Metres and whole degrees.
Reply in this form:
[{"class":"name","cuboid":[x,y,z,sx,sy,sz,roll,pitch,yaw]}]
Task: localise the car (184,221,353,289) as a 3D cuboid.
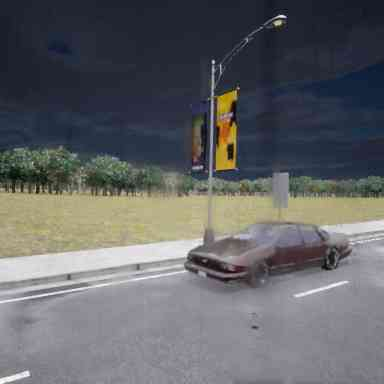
[{"class":"car","cuboid":[2.407,1.551,9.408,5.357,1.411,2.033,0,0,-36]}]
